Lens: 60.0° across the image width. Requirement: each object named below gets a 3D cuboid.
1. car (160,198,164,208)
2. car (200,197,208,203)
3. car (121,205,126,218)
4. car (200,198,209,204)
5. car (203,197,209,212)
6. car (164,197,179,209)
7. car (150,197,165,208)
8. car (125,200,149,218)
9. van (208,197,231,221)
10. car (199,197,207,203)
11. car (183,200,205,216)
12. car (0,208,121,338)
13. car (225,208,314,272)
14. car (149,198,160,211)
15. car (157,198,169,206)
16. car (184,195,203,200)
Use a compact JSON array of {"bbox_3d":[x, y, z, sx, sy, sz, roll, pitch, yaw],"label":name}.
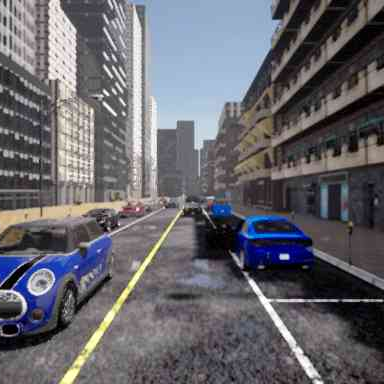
[{"bbox_3d":[-5.613,1.786,48.307,2.008,1.369,4.403,0,0,0],"label":"car"},{"bbox_3d":[2.825,1.950,81.598,1.752,1.417,4.829,0,0,0],"label":"car"},{"bbox_3d":[-5.660,1.659,20.693,1.947,1.339,4.313,0,0,0],"label":"car"},{"bbox_3d":[2.815,1.956,75.906,1.947,1.339,4.313,0,0,0],"label":"car"},{"bbox_3d":[2.759,1.750,42.769,1.887,1.381,4.507,0,0,0],"label":"car"},{"bbox_3d":[-2.916,1.856,50.187,1.994,1.385,4.181,0,0,0],"label":"car"},{"bbox_3d":[-5.604,1.705,53.831,1.967,1.590,4.097,0,0,0],"label":"car"},{"bbox_3d":[-5.641,1.587,31.740,1.967,1.590,4.097,0,0,0],"label":"car"},{"bbox_3d":[2.739,1.488,31.725,1.690,1.788,3.998,0,0,0],"label":"van"},{"bbox_3d":[2.833,1.984,87.122,1.752,1.417,4.829,0,0,0],"label":"car"},{"bbox_3d":[0.107,1.760,34.035,1.895,1.301,4.718,0,0,1],"label":"car"},{"bbox_3d":[-3.090,1.383,6.966,2.097,1.767,4.553,0,0,0],"label":"car"},{"bbox_3d":[2.377,1.527,11.010,1.882,1.535,5.008,0,0,0],"label":"car"},{"bbox_3d":[-5.622,1.756,42.783,2.008,1.369,4.403,0,0,0],"label":"car"},{"bbox_3d":[-5.585,1.891,64.875,1.947,1.339,4.313,0,0,0],"label":"car"},{"bbox_3d":[0.116,1.449,46.862,2.150,2.045,5.566,0,0,1],"label":"car"}]
